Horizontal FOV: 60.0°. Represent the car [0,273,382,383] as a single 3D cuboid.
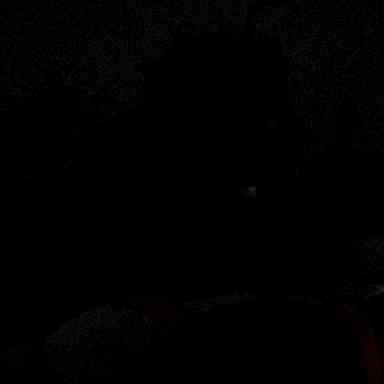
[{"bbox_3d":[-0.196,1.557,2.850,4.674,1.442,1.812,0,-1,-34],"label":"car"}]
